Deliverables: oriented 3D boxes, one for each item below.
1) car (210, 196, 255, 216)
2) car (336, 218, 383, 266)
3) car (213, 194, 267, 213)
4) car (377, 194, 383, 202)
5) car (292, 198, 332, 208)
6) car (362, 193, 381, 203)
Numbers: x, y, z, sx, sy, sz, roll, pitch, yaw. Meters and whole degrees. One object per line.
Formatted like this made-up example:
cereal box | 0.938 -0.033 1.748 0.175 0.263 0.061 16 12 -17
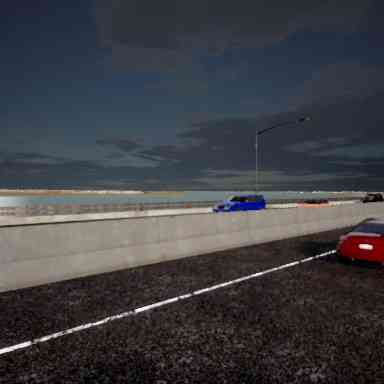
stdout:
car | 4.167 1.357 33.494 4.553 1.767 2.097 0 0 -44
car | 6.497 1.565 11.079 4.181 1.385 1.994 0 0 -44
car | 4.268 1.226 28.725 5.566 2.045 2.150 0 0 -44
car | 34.236 1.481 57.234 4.902 1.511 2.128 0 0 -43
car | 10.964 1.354 30.328 4.553 1.767 2.097 0 0 -44
car | 33.237 1.213 61.071 5.566 2.045 2.150 0 0 -43
